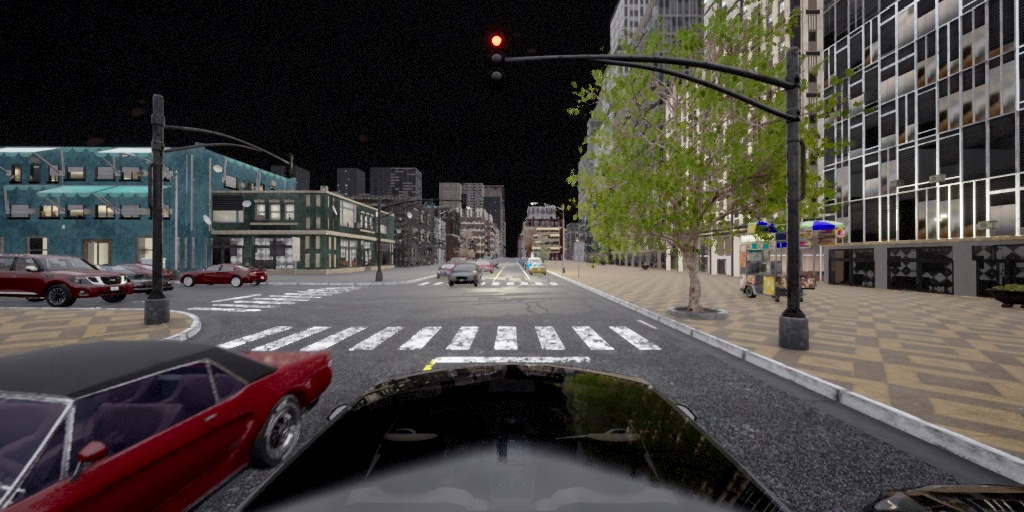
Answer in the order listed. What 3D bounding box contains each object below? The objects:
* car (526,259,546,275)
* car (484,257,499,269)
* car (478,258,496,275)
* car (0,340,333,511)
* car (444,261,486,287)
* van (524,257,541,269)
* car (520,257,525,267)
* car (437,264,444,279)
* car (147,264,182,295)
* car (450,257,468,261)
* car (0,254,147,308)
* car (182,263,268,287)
[{"bbox_3d":[2.720,1.278,38.251,1.751,1.417,4.829,0,0,0],"label":"car"},{"bbox_3d":[-3.043,1.258,55.648,1.837,1.490,4.892,0,0,0],"label":"car"},{"bbox_3d":[-3.066,1.278,39.795,1.812,1.442,4.674,0,0,0],"label":"car"},{"bbox_3d":[-3.098,1.351,2.099,1.895,1.301,4.718,0,0,0],"label":"car"},{"bbox_3d":[-3.082,1.257,24.343,1.837,1.490,4.892,0,0,0],"label":"car"},{"bbox_3d":[2.724,1.094,43.633,1.690,1.789,3.998,0,0,0],"label":"van"},{"bbox_3d":[2.732,1.305,54.735,2.007,1.370,4.403,0,0,0],"label":"car"},{"bbox_3d":[-5.665,1.334,32.534,1.802,1.307,4.207,0,0,0],"label":"car"},{"bbox_3d":[-18.227,1.082,15.733,5.357,1.411,2.033,1,0,-1],"label":"car"},{"bbox_3d":[-5.661,1.067,38.085,2.192,1.841,5.009,0,0,0],"label":"car"},{"bbox_3d":[-17.149,0.850,13.155,5.009,1.841,2.192,0,0,-1],"label":"car"},{"bbox_3d":[-17.261,1.121,21.535,4.507,1.381,1.888,0,0,-1],"label":"car"}]
